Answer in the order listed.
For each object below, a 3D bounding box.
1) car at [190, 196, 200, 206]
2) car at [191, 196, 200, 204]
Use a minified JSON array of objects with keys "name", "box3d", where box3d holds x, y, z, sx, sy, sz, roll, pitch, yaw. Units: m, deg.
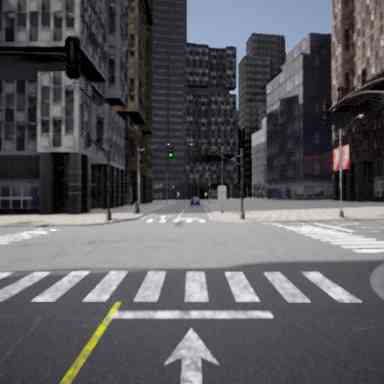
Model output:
[{"name":"car","box3d":[0.610,1.948,65.084,1.882,1.535,5.008,0,-1,1]},{"name":"car","box3d":[0.757,1.791,75.508,2.097,1.767,4.553,0,-1,1]}]
